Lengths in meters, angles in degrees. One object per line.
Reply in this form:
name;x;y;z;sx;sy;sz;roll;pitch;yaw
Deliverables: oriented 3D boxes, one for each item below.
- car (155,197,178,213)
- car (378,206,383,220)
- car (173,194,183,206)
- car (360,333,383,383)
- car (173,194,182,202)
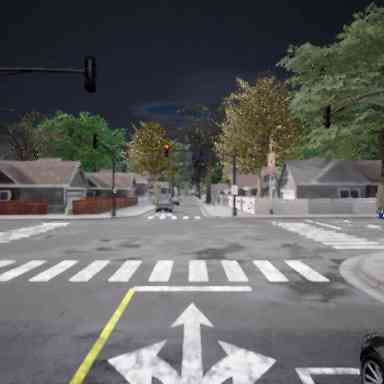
car;-3.081;1.607;38.018;2.033;1.411;5.357;0;0;0
car;15.156;1.142;21.460;5.566;2.045;2.150;0;0;0
car;-3.066;1.576;56.450;1.882;1.535;5.008;0;0;1
car;2.637;1.568;1.750;1.947;1.339;4.313;0;0;0
car;-3.058;1.252;71.980;1.837;1.490;4.892;0;0;0
